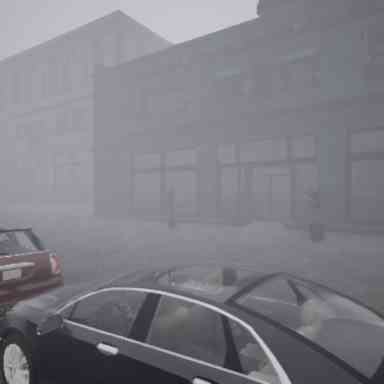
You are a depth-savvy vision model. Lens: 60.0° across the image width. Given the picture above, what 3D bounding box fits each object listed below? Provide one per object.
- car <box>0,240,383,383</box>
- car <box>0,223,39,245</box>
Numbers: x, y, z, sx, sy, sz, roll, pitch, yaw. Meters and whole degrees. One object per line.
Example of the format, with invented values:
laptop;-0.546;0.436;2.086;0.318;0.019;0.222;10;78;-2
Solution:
car;-0.153;1.485;3.427;4.892;1.521;2.231;0;0;36
car;-4.652;1.363;6.638;4.553;1.767;2.185;0;-1;35
